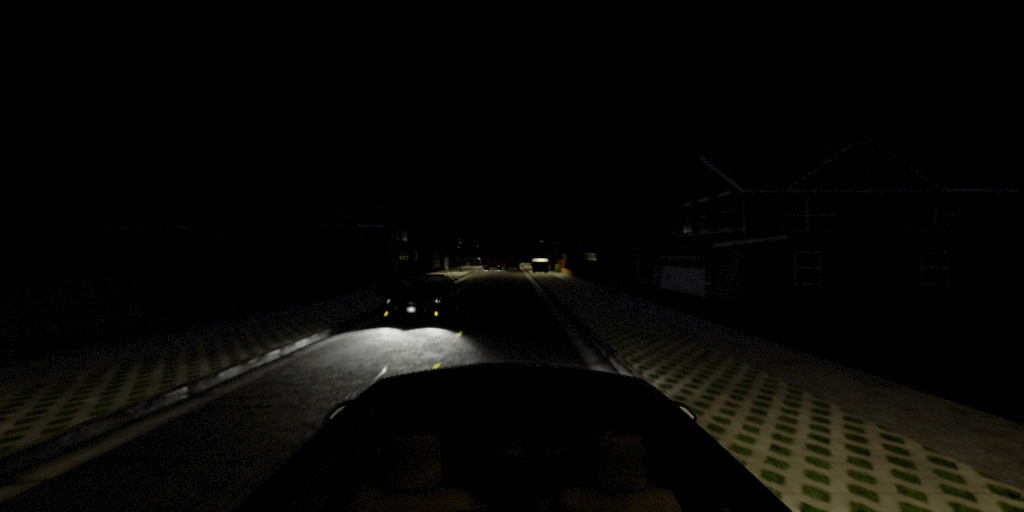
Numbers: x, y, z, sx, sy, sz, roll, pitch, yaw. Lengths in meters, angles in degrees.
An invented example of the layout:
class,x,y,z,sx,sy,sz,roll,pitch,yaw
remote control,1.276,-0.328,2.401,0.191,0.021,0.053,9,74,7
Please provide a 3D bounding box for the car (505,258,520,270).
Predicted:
class,x,y,z,sx,sy,sz,roll,pitch,yaw
car,0.070,1.090,53.779,2.097,1.767,4.553,0,0,0

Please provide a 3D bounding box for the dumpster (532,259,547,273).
class,x,y,z,sx,sy,sz,roll,pitch,yaw
dumpster,3.023,1.148,39.597,1.020,1.700,1.940,0,0,0

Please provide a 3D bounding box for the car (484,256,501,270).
class,x,y,z,sx,sy,sz,roll,pitch,yaw
car,-2.799,0.961,52.712,2.150,2.045,5.566,0,0,0

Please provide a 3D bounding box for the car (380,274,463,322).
class,x,y,z,sx,sy,sz,roll,pitch,yaw
car,-2.845,1.320,12.101,1.994,1.385,4.181,0,0,0

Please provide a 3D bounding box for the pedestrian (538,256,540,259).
class,x,y,z,sx,sy,sz,roll,pitch,yaw
pedestrian,3.024,0.893,40.599,0.375,1.860,0.375,0,0,-10
